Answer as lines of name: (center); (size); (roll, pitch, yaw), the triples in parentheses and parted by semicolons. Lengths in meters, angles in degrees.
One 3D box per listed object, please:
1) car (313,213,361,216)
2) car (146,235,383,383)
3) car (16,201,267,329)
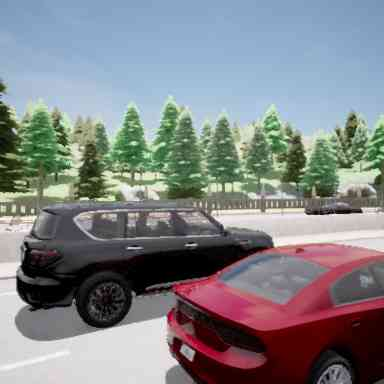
car: (12.092, 1.611, 28.561); (4.718, 1.301, 1.895); (0, 0, -19)
car: (2.088, 1.479, 4.649); (5.008, 1.535, 1.882); (0, 0, -30)
car: (-0.633, 1.222, 7.152); (5.566, 2.045, 2.150); (0, 0, -31)
